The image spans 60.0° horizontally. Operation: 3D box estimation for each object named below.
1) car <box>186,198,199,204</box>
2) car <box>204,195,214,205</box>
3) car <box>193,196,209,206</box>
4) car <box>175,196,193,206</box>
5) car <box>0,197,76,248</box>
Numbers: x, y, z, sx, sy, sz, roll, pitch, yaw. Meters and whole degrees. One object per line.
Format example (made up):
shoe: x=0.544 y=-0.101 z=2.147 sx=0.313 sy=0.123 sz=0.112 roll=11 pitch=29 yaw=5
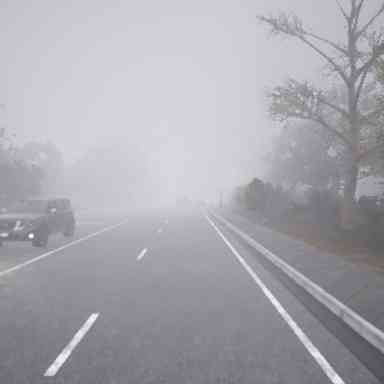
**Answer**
car: x=0.178 y=2.083 z=77.725 sx=1.837 sy=1.490 sz=4.892 roll=0 pitch=-1 yaw=15
car: x=3.701 y=1.826 z=77.401 sx=2.150 sy=2.045 sz=5.566 roll=0 pitch=-1 yaw=15
car: x=1.731 y=2.102 z=67.798 sx=1.994 sy=1.385 sz=4.181 roll=0 pitch=-1 yaw=10
car: x=-1.884 y=1.759 z=67.341 sx=2.150 sy=2.045 sz=5.566 roll=0 pitch=-1 yaw=10
car: x=-7.214 y=1.293 z=15.508 sx=2.150 sy=2.045 sz=5.566 roll=0 pitch=0 yaw=-1
